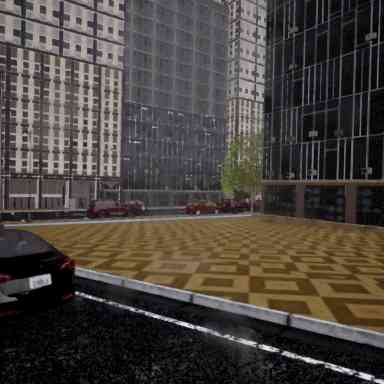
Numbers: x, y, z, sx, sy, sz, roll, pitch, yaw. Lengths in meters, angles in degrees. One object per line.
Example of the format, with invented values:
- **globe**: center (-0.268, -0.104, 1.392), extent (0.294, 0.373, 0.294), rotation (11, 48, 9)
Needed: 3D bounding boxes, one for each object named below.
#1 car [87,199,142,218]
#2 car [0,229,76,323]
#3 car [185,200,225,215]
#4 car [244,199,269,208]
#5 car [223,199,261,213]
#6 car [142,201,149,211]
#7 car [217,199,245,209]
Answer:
- **car**: center (-8.026, 1.645, 33.533), extent (5.009, 1.841, 2.192), rotation (1, 1, -34)
- **car**: center (-4.376, 1.501, 6.795), extent (4.792, 1.488, 2.163), rotation (0, 0, 36)
- **car**: center (1.319, 1.966, 39.948), extent (4.507, 1.381, 1.887), rotation (1, 1, -34)
- **car**: center (10.890, 1.934, 56.065), extent (4.206, 1.307, 1.802), rotation (1, 1, -34)
- **car**: center (5.999, 1.782, 43.150), extent (5.009, 1.841, 2.192), rotation (1, 1, -34)
- **car**: center (-7.810, 1.719, 43.241), extent (4.403, 1.369, 2.008), rotation (1, 1, -34)
- **car**: center (6.215, 1.872, 52.859), extent (4.313, 1.339, 1.947), rotation (1, 1, -34)
